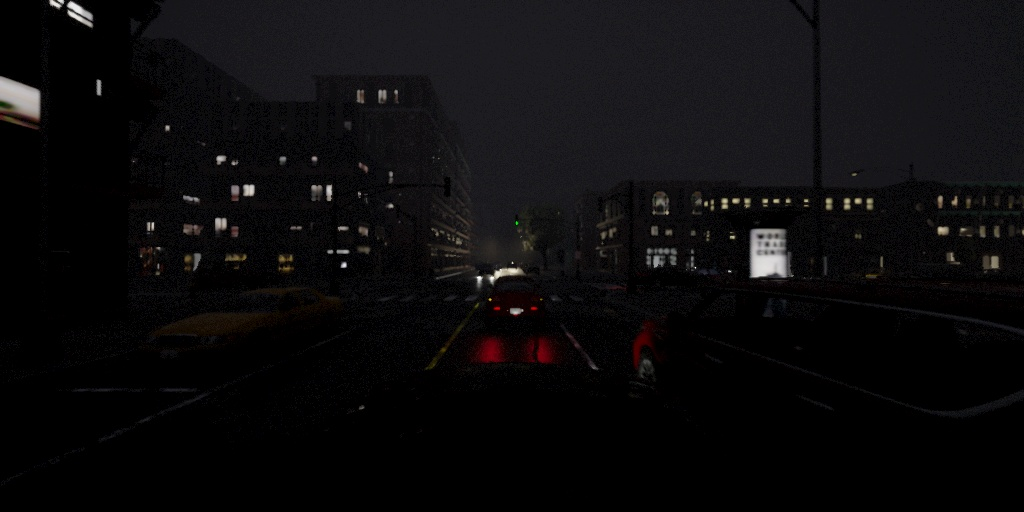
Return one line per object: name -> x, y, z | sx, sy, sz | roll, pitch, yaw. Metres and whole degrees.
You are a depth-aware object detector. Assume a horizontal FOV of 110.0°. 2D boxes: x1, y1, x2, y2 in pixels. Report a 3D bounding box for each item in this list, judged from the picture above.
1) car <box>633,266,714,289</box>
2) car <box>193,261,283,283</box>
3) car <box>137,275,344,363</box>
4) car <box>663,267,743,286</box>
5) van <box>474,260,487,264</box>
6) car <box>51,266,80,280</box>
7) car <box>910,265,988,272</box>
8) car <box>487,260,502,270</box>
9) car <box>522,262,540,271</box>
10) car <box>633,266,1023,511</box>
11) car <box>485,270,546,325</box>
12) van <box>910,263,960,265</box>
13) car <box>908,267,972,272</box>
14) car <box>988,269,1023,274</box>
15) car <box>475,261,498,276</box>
car -> 11.452, 1.511, 25.622 | 5.008, 1.535, 1.882 | 0, -1, -2
car -> -17.277, 1.211, 22.763 | 5.009, 1.841, 2.192 | 0, 0, 0
car -> -5.692, 1.339, 8.363 | 1.751, 1.417, 4.829 | 0, 0, 0
car -> 15.231, 1.625, 28.791 | 5.357, 1.411, 2.033 | 0, -1, -1
van -> -5.692, 1.727, 63.571 | 1.690, 1.789, 3.998 | 0, 0, 0
car -> -39.996, 1.490, 30.982 | 4.207, 1.307, 1.802 | 0, 0, 0
car -> 34.535, 1.673, 28.917 | 4.892, 1.490, 1.837 | 0, -1, 0
car -> -3.050, 1.872, 59.980 | 1.812, 1.442, 4.674 | 0, -1, 1
car -> 2.689, 1.749, 46.480 | 2.007, 1.370, 4.403 | 0, 0, 0
car -> 2.690, 1.077, 2.993 | 2.192, 1.841, 5.009 | 0, 0, 0
car -> 0.099, 1.374, 12.193 | 1.812, 1.442, 4.674 | 0, -1, 0
van -> 37.136, 1.546, 31.528 | 3.998, 1.789, 1.690 | 0, 0, 0
car -> 26.147, 1.619, 23.018 | 4.507, 1.381, 1.888 | 0, 0, 0
car -> 42.662, 1.784, 31.567 | 4.403, 1.370, 2.007 | 0, 0, 0
car -> -3.091, 1.671, 43.833 | 1.837, 1.490, 4.892 | 0, 0, 0
